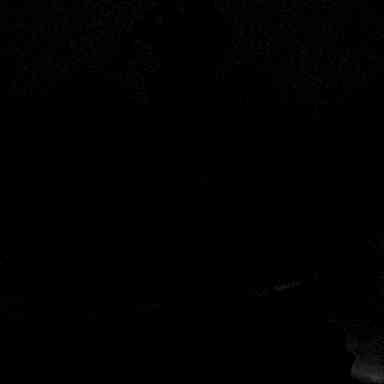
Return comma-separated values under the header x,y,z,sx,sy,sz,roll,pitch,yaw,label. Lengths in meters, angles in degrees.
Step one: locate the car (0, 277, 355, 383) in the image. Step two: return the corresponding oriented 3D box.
x,y,z,sx,sy,sz,roll,pitch,yaw,label
-0.813,1.546,2.865,5.357,1.411,2.033,0,0,-35,car
